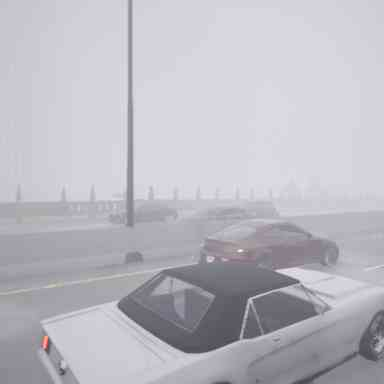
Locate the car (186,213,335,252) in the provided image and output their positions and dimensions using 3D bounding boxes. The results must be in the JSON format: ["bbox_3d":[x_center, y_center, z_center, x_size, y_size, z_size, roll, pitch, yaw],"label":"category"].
[{"bbox_3d":[2.339,1.527,9.714,4.674,1.442,1.812,0,0,-35],"label":"car"}]

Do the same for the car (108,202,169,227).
[{"bbox_3d":[-3.307,1.482,23.129,5.008,1.535,1.882,0,0,-35],"label":"car"}]

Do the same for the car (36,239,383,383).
[{"bbox_3d":[0.728,1.601,4.265,4.718,1.301,1.895,0,0,-35],"label":"car"}]

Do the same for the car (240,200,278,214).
[{"bbox_3d":[4.146,1.364,24.145,4.553,1.767,2.097,0,0,-35],"label":"car"}]

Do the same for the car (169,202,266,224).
[{"bbox_3d":[1.469,1.511,17.938,4.892,1.490,1.837,0,0,-35],"label":"car"}]
